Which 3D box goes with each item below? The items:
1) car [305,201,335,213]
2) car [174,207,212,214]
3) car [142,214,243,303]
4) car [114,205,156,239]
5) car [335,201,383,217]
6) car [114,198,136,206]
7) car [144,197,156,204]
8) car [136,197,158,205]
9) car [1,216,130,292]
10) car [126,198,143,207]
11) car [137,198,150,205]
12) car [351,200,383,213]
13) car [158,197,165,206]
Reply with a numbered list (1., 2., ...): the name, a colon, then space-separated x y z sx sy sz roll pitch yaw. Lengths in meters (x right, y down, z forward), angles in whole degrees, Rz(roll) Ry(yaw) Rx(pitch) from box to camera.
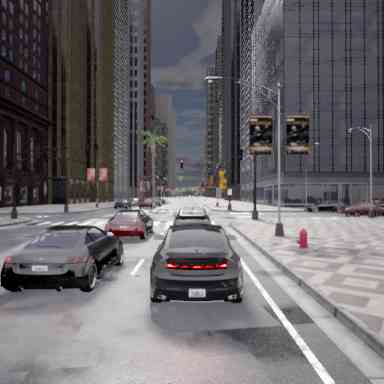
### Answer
1. car: 15.131 1.655 37.771 4.313 1.339 1.947 0 0 -1
2. car: 0.025 1.527 17.525 2.128 1.511 4.902 0 0 0
3. car: 0.089 1.514 8.204 1.837 1.490 4.892 0 0 0
4. car: -3.174 1.598 17.379 1.994 1.385 4.181 0 0 0
5. car: 15.274 1.572 29.247 4.206 1.307 1.802 0 0 -1
6. car: -9.918 1.758 48.307 2.033 1.411 5.357 0 0 0
7. car: -9.863 1.975 78.342 2.033 1.411 5.357 0 0 0
8. car: -6.667 1.700 50.037 1.882 1.535 5.008 0 0 0
9. car: -3.168 1.574 8.979 1.994 1.385 4.181 0 0 1
10. car: -9.915 1.767 57.862 2.128 1.511 4.902 0 0 0
11. car: -9.852 1.914 67.748 1.994 1.385 4.181 0 0 1
12. car: 20.771 1.636 37.867 4.313 1.339 1.947 0 0 -1
13. car: -6.656 1.644 60.074 2.097 1.767 4.553 0 0 0
